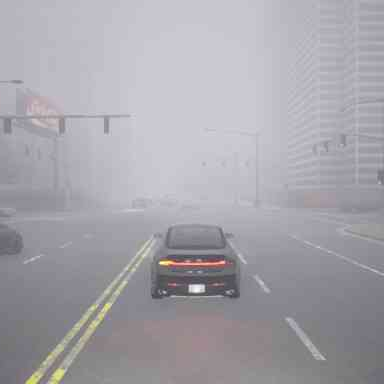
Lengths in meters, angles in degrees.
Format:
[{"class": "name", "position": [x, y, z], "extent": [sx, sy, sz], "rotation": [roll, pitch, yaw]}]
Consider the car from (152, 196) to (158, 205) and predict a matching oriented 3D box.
[{"class": "car", "position": [-7.449, 1.601, 57.006], "extent": [1.895, 1.301, 4.718], "rotation": [0, 0, 0]}]

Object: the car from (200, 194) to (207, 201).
[{"class": "car", "position": [2.924, 1.355, 88.718], "extent": [2.097, 1.767, 4.553], "rotation": [0, 0, 0]}]

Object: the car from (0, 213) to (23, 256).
[{"class": "car", "position": [-7.161, 1.564, 10.462], "extent": [1.994, 1.385, 4.181], "rotation": [0, 0, -1]}]

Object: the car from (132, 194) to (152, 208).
[{"class": "car", "position": [-7.409, 1.491, 47.742], "extent": [2.128, 1.511, 4.902], "rotation": [0, 0, 0]}]

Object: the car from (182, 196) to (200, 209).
[{"class": "car", "position": [-0.256, 1.525, 44.626], "extent": [1.812, 1.442, 4.674], "rotation": [0, 0, 2]}]

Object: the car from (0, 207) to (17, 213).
[{"class": "car", "position": [-17.536, 1.601, 28.128], "extent": [4.718, 1.301, 1.895], "rotation": [0, 0, -2]}]

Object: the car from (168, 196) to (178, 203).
[{"class": "car", "position": [-3.962, 1.595, 71.344], "extent": [1.895, 1.301, 4.718], "rotation": [0, 0, 0]}]

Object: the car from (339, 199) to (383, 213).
[{"class": "car", "position": [18.448, 1.477, 35.673], "extent": [5.008, 1.535, 1.882], "rotation": [0, 0, -1]}]

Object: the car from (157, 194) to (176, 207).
[{"class": "car", "position": [-3.911, 1.526, 51.719], "extent": [1.812, 1.442, 4.674], "rotation": [0, 0, 0]}]

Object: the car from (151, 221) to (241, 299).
[{"class": "car", "position": [0.056, 1.505, 8.462], "extent": [1.837, 1.490, 4.892], "rotation": [0, 0, -1]}]

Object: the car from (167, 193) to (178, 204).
[{"class": "car", "position": [-3.959, 1.221, 61.298], "extent": [2.150, 2.045, 5.566], "rotation": [0, 0, 0]}]
